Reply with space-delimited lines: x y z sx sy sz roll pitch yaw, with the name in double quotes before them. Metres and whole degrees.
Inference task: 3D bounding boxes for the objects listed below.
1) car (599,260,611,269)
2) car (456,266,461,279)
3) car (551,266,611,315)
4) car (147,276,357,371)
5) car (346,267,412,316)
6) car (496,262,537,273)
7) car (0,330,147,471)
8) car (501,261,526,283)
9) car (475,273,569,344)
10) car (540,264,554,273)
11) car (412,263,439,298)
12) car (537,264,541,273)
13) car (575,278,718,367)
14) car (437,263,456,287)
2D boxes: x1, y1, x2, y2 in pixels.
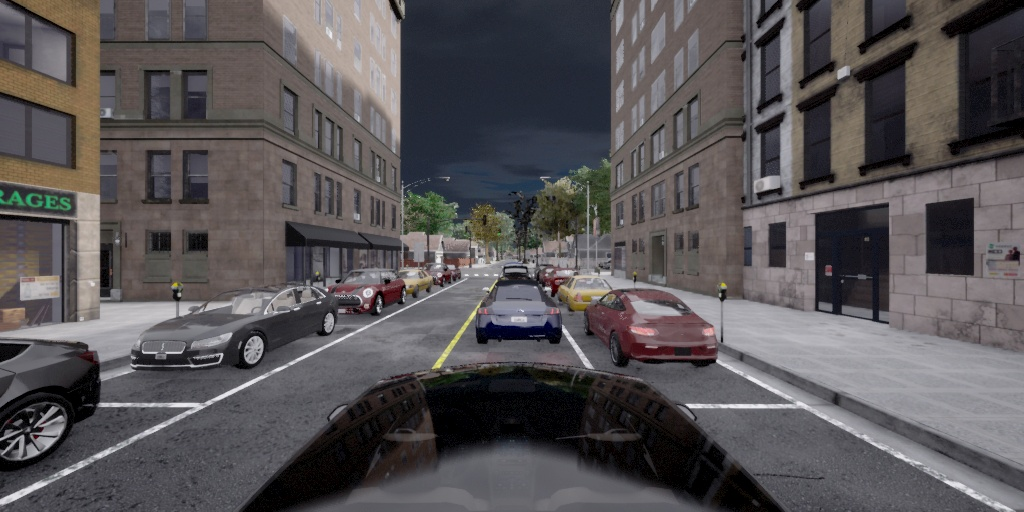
"car" 14.997 1.168 49.357 4.902 1.511 2.128 0 0 0
"car" -5.242 1.343 29.747 1.802 1.307 4.207 0 0 0
"car" 2.694 1.278 13.320 1.751 1.417 4.829 0 0 0
"car" -5.363 1.301 7.672 2.007 1.370 4.403 0 0 0
"car" -5.332 1.192 13.190 1.967 1.591 4.097 0 0 0
"car" 0.189 1.260 19.592 1.837 1.490 4.892 0 0 0
"car" -5.393 1.316 2.154 1.948 1.339 4.313 0 0 0
"car" 0.139 1.239 29.756 1.882 1.535 5.008 0 0 0
"car" 0.142 1.315 9.607 1.994 1.385 4.181 0 0 0
"car" 2.723 1.300 18.668 1.888 1.381 4.507 0 0 0
"car" -5.303 1.280 18.539 1.751 1.417 4.829 0 0 0
"car" 2.753 1.340 24.186 1.802 1.307 4.207 0 0 0
"car" 2.662 1.332 7.631 1.802 1.307 4.207 0 0 0
"car" -5.272 1.198 24.228 1.967 1.591 4.097 0 0 0
